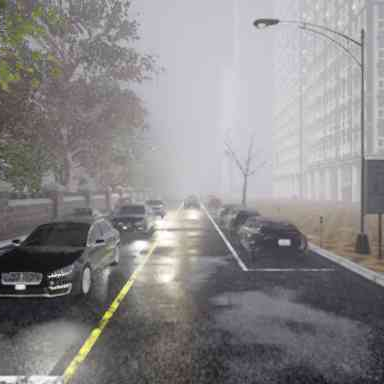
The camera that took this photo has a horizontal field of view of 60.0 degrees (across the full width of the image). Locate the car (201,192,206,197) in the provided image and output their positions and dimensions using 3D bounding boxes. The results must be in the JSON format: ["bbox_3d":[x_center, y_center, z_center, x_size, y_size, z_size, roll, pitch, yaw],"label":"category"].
[{"bbox_3d":[2.693,1.162,45.558,1.967,1.590,4.097,0,0,0],"label":"car"}]

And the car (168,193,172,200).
[{"bbox_3d":[-5.688,1.145,68.087,1.887,1.381,4.507,0,0,0],"label":"car"}]

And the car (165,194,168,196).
[{"bbox_3d":[-5.688,1.205,56.823,1.887,1.381,4.507,0,0,0],"label":"car"}]

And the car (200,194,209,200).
[{"bbox_3d":[2.693,1.153,73.719,1.802,1.307,4.206,0,0,0],"label":"car"}]

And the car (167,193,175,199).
[{"bbox_3d":[-5.688,1.017,90.446,1.752,1.417,4.829,0,0,0],"label":"car"}]

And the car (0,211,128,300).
[{"bbox_3d":[-3.098,1.450,8.445,1.837,1.490,4.892,0,0,0],"label":"car"}]

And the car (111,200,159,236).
[{"bbox_3d":[-3.097,1.390,17.818,1.837,1.490,4.892,0,0,0],"label":"car"}]

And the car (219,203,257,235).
[{"bbox_3d":[2.692,1.454,17.397,1.947,1.339,4.313,0,0,0],"label":"car"}]

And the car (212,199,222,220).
[{"bbox_3d":[2.692,1.419,23.030,1.947,1.339,4.313,0,0,0],"label":"car"}]

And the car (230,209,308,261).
[{"bbox_3d":[2.691,1.489,11.764,1.947,1.339,4.313,0,0,0],"label":"car"}]

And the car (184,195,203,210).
[{"bbox_3d":[0.000,1.359,39.080,1.895,1.301,4.718,0,0,0],"label":"car"}]

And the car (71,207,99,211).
[{"bbox_3d":[-5.689,1.470,17.397,1.802,1.307,4.206,0,0,0],"label":"car"}]

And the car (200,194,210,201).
[{"bbox_3d":[2.693,1.182,68.087,1.802,1.307,4.206,0,0,0],"label":"car"}]

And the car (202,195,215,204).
[{"bbox_3d":[2.692,1.211,56.823,2.008,1.369,4.403,0,0,0],"label":"car"}]

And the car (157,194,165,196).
[{"bbox_3d":[-5.687,1.131,51.190,1.967,1.590,4.097,0,0,0],"label":"car"}]

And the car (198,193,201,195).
[{"bbox_3d":[0.002,1.208,49.146,1.837,1.490,4.892,0,1,0],"label":"car"}]

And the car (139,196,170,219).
[{"bbox_3d":[-3.083,1.352,27.550,1.812,1.442,4.674,0,0,0],"label":"car"}]

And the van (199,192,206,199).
[{"bbox_3d":[2.693,0.858,84.984,1.690,1.788,3.998,0,0,0],"label":"van"}]

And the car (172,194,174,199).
[{"bbox_3d":[-5.688,1.088,79.351,1.887,1.381,4.507,0,0,0],"label":"car"}]

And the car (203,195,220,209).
[{"bbox_3d":[2.693,1.298,39.927,1.887,1.381,4.507,0,0,0],"label":"car"}]

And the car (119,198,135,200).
[{"bbox_3d":[-5.688,1.259,28.661,1.967,1.590,4.097,0,0,0],"label":"car"}]
